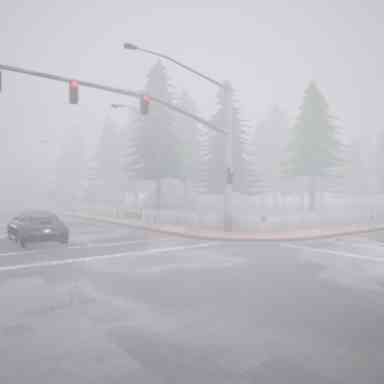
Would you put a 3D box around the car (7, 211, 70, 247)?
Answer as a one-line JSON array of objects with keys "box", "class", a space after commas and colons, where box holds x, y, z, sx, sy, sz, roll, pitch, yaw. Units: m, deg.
[{"box": [-7.084, 1.563, 15.187, 1.994, 1.385, 4.181, 0, 0, -36], "class": "car"}]
